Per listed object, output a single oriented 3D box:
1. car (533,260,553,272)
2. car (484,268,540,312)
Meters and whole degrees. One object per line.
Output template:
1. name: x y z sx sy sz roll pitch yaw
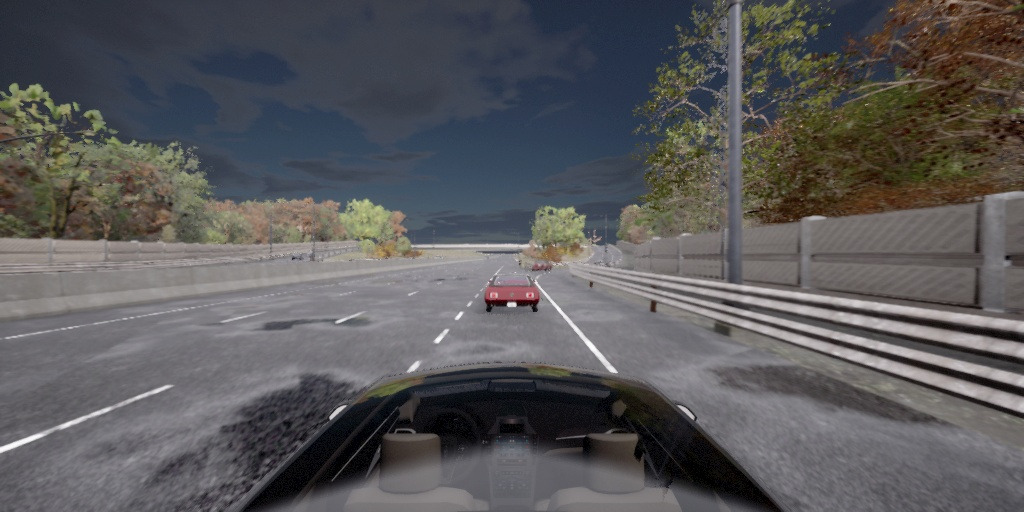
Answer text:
1. car: 4.352 1.347 50.348 2.097 1.767 4.553 0 -1 18
2. car: 0.000 1.344 14.256 1.895 1.301 4.718 0 0 0
